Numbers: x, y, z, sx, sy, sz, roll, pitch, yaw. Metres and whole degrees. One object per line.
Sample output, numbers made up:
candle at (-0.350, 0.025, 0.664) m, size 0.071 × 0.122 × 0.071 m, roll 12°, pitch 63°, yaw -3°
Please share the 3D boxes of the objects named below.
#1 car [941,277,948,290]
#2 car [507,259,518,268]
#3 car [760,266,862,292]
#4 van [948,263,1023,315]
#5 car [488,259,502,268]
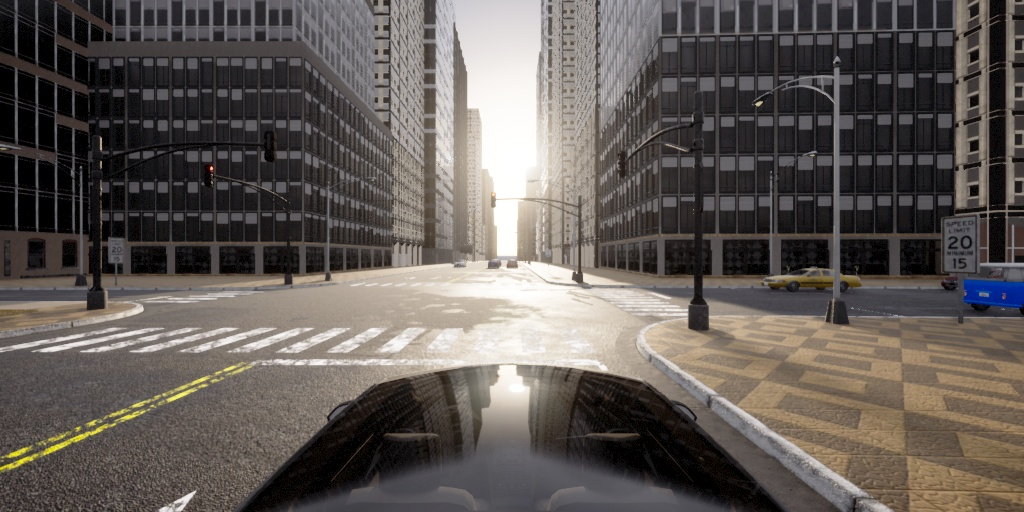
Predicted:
car at (26.937, 1.356, 20.160) m, size 4.207 × 1.307 × 1.802 m, roll 0°, pitch 0°, yaw 2°
car at (0.050, 1.425, 63.666) m, size 1.994 × 1.385 × 4.181 m, roll 0°, pitch 0°, yaw 0°
car at (17.103, 1.293, 20.652) m, size 4.829 × 1.417 × 1.751 m, roll 0°, pitch 0°, yaw 2°
van at (18.367, 1.119, 12.479) m, size 3.998 × 1.789 × 1.690 m, roll 0°, pitch 0°, yaw 2°
car at (-3.201, 1.336, 62.836) m, size 1.882 × 1.535 × 5.008 m, roll 0°, pitch 0°, yaw 0°
